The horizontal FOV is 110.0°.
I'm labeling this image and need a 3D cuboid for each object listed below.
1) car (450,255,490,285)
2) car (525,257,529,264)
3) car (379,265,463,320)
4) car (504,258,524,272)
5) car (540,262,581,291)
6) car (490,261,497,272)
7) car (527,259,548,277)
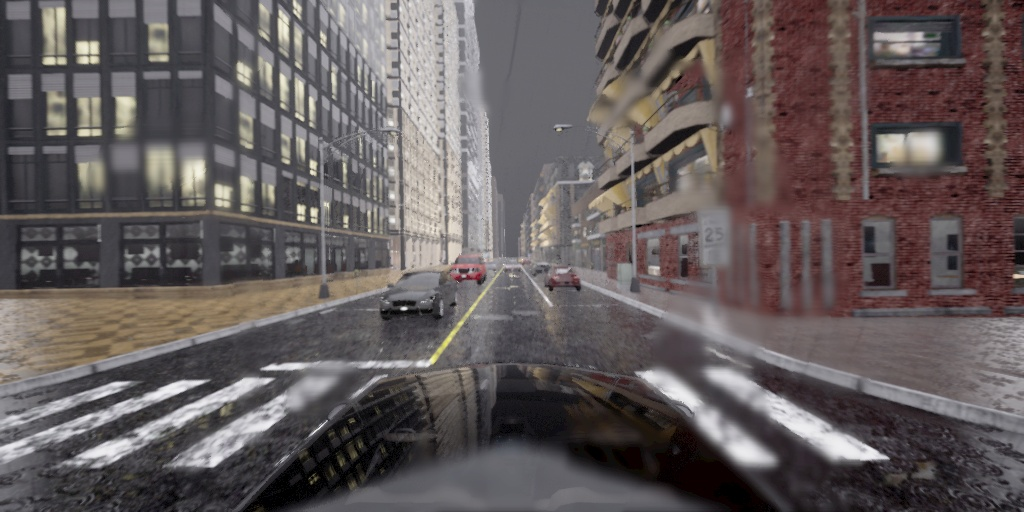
[{"bbox_3d":[-3.075,0.938,25.870,2.150,2.045,5.566,-1,0,0],"label":"car"},{"bbox_3d":[2.743,1.123,38.600,2.007,1.370,4.403,0,0,0],"label":"car"},{"bbox_3d":[-3.102,1.250,12.726,1.837,1.490,4.892,-1,0,0],"label":"car"},{"bbox_3d":[0.046,1.219,42.251,1.895,1.301,4.718,-1,0,0],"label":"car"},{"bbox_3d":[2.763,1.195,20.035,1.802,1.307,4.207,0,0,0],"label":"car"},{"bbox_3d":[-2.966,1.273,44.890,1.895,1.301,4.718,-1,0,0],"label":"car"},{"bbox_3d":[2.733,1.136,32.952,2.007,1.370,4.403,0,0,0],"label":"car"}]
